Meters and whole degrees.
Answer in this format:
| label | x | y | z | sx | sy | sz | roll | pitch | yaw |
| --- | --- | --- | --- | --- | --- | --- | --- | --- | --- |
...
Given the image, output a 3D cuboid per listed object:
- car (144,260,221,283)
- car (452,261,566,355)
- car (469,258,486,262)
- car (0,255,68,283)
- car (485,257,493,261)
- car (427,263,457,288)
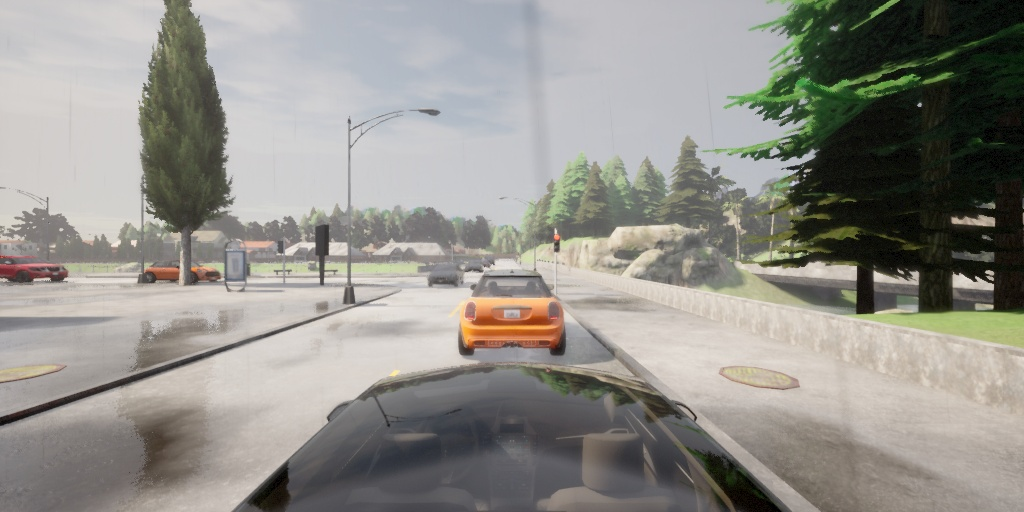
| label | x | y | z | sx | sy | sz | roll | pitch | yaw |
| --- | --- | --- | --- | --- | --- | --- | --- | --- | --- |
| car | -24.709 | 1.102 | 27.003 | 4.553 | 1.767 | 2.097 | 0 | 0 | -1 |
| car | -0.001 | 1.102 | 8.818 | 2.097 | 1.767 | 4.553 | 0 | 0 | 0 |
| car | -4.465 | 1.254 | 42.958 | 1.837 | 1.490 | 4.892 | 0 | 0 | 0 |
| car | -37.013 | 0.970 | 26.889 | 5.566 | 2.045 | 2.150 | 0 | 0 | 0 |
| car | -4.591 | 1.313 | 58.810 | 1.994 | 1.385 | 4.181 | 0 | 0 | 0 |
| car | -4.297 | 1.253 | 23.847 | 1.837 | 1.490 | 4.892 | 0 | 0 | -1 |
